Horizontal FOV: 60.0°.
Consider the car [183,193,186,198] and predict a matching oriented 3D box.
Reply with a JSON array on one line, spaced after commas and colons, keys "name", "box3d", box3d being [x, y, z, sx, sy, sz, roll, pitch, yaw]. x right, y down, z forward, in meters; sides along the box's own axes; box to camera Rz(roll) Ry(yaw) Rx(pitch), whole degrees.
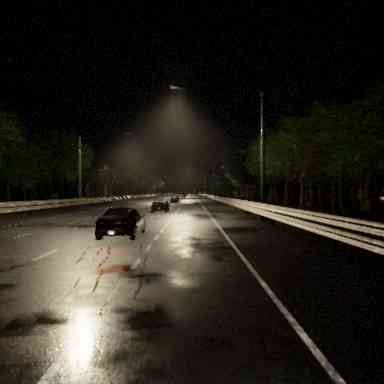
[{"name": "car", "box3d": [-3.516, 1.463, 95.512, 1.882, 1.535, 5.008, 0, 0, 0]}]

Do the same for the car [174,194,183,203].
[{"name": "car", "box3d": [-3.510, 1.553, 67.995, 2.033, 1.411, 5.357, 0, 0, 0]}]

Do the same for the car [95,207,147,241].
[{"name": "car", "box3d": [-3.507, 1.520, 16.877, 1.837, 1.490, 4.892, 0, 0, 0]}]

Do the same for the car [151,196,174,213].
[{"name": "car", "box3d": [-3.508, 1.518, 38.011, 2.128, 1.511, 4.902, 0, 0, 0]}]
